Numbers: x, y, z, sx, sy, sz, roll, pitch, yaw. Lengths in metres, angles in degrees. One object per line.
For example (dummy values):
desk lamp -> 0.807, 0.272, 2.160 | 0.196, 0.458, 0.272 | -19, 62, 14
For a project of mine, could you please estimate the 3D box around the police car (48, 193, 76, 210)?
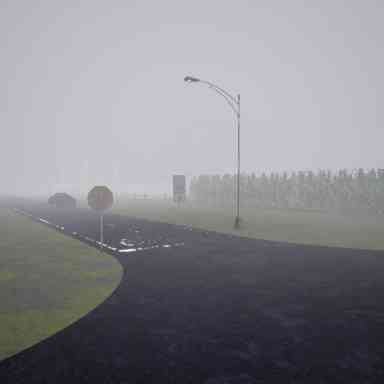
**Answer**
police car -> -13.718, 0.891, 34.850 | 1.930, 1.638, 5.238 | -1, 1, -35
